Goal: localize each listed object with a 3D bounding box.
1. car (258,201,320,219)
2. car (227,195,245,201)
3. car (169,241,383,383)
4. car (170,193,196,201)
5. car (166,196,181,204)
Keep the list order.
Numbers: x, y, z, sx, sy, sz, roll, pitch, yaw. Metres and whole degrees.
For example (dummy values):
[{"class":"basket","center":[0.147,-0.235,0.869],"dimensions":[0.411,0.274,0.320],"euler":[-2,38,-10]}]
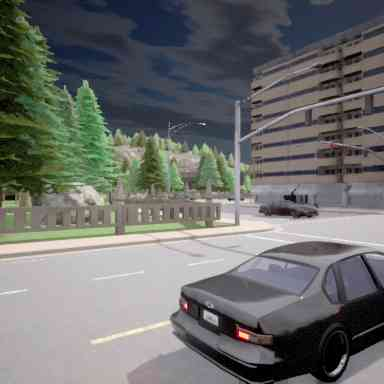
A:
[{"class":"car","center":[8.107,1.492,28.440],"dimensions":[2.033,1.411,5.357],"euler":[0,0,-34]},{"class":"car","center":[10.400,1.484,78.788],"dimensions":[2.033,1.411,5.357],"euler":[0,0,40]},{"class":"car","center":[2.277,1.547,5.414],"dimensions":[5.357,1.411,2.033],"euler":[0,0,-35]},{"class":"car","center":[-1.132,1.167,44.346],"dimensions":[2.150,2.045,5.566],"euler":[0,0,-19]},{"class":"car","center":[-3.395,1.492,61.968],"dimensions":[2.033,1.411,5.357],"euler":[0,0,6]}]
